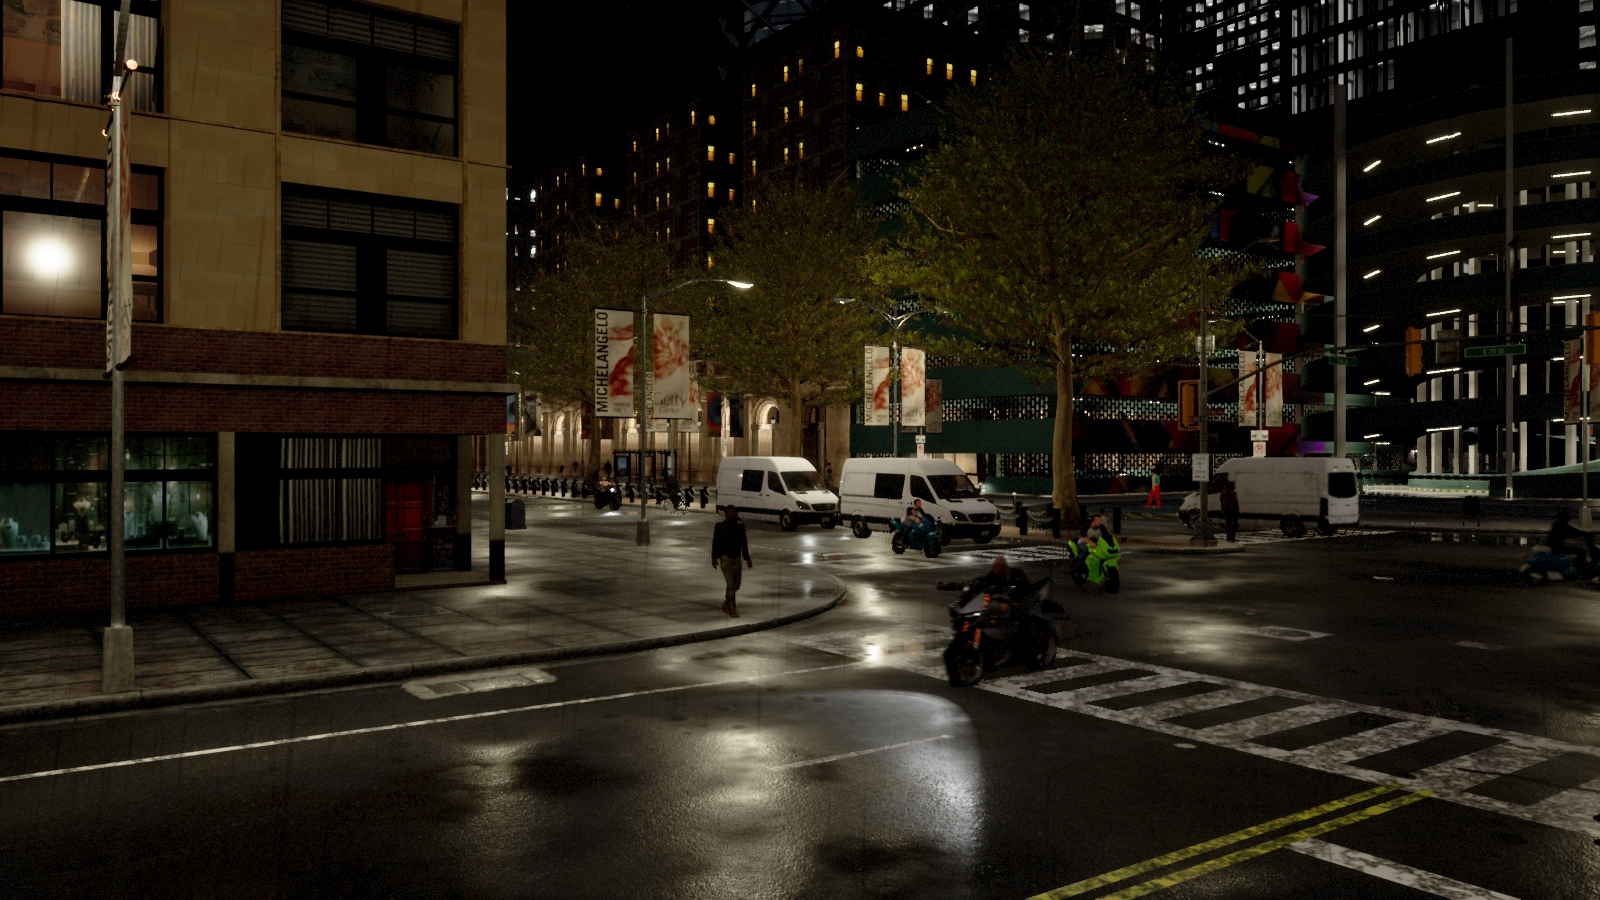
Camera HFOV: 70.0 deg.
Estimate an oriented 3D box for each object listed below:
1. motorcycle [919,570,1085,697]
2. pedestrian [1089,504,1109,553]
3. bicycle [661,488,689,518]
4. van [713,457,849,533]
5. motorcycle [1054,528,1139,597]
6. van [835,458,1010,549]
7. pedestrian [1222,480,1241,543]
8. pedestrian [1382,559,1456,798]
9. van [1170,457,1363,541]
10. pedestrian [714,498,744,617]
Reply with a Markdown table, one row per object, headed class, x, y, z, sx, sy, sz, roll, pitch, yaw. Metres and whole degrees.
| class | x | y | z | sx | sy | sz | roll | pitch | yaw |
| --- | --- | --- | --- | --- | --- | --- | --- | --- | --- |
| motorcycle | 2.524 | 2.205 | 14.096 | 2.209 | 1.251 | 0.867 | 0 | -2 | -44 |
| pedestrian | 8.175 | 2.129 | 31.224 | 0.375 | 1.300 | 0.375 | 0 | 0 | -39 |
| bicycle | -5.251 | 2.210 | 47.904 | 0.329 | 1.171 | 1.835 | 0 | 0 | -35 |
| van | -0.813 | 1.535 | 41.651 | 1.988 | 2.561 | 5.915 | 0 | 0 | -35 |
| motorcycle | 5.889 | 2.213 | 22.819 | 0.803 | 1.145 | 2.033 | -1 | 0 | -12 |
| van | 3.640 | 1.535 | 35.329 | 1.988 | 2.561 | 5.915 | 0 | 0 | -35 |
| pedestrian | 13.042 | 1.848 | 34.526 | 0.375 | 1.860 | 0.375 | 0 | 0 | -34 |
| pedestrian | 5.062 | 1.848 | 9.351 | 0.375 | 1.860 | 0.375 | 0 | 0 | -17 |
| van | 15.531 | 1.534 | 38.428 | 1.988 | 2.561 | 5.915 | 0 | 0 | -33 |
| pedestrian | -1.133 | 1.699 | 18.230 | 0.375 | 1.860 | 0.375 | 0 | 0 | -23 |
